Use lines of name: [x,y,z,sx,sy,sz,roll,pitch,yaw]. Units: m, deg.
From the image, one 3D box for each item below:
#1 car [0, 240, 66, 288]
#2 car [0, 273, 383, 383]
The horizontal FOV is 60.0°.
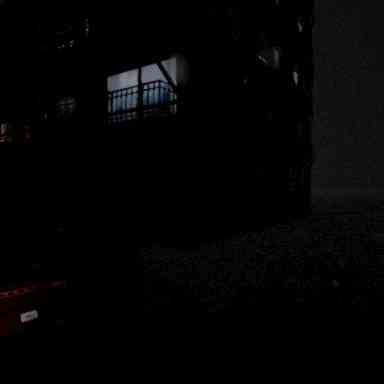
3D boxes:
car: [-3.965,1.488,5.706,4.507,1.381,1.887,1,0,36]
car: [0.622,1.559,2.432,4.313,1.339,1.947,1,0,36]
